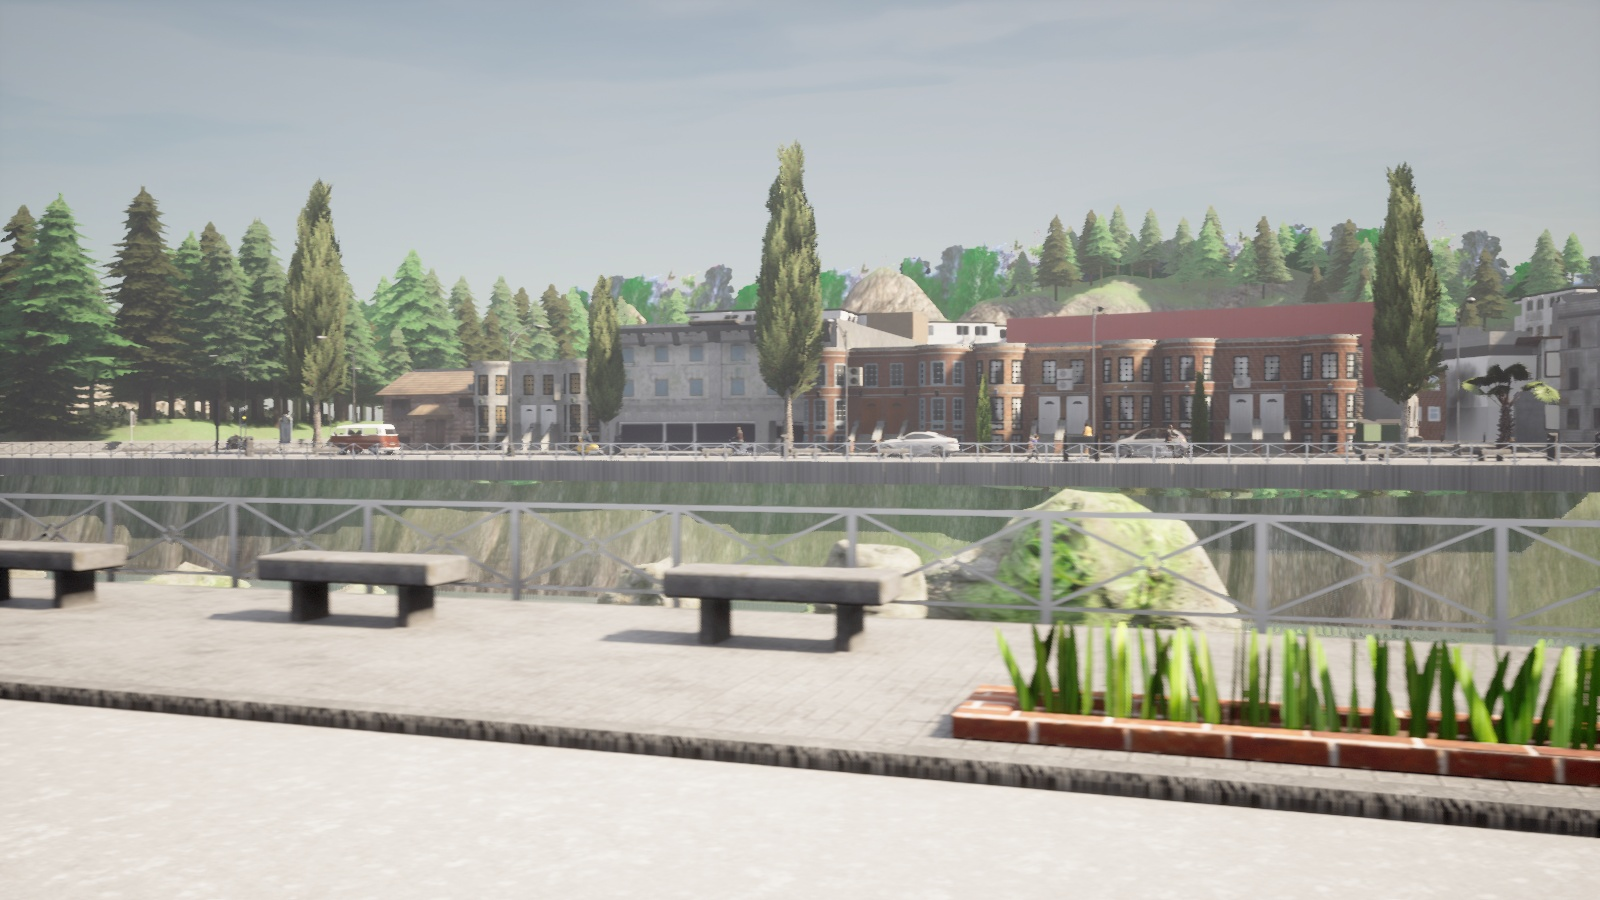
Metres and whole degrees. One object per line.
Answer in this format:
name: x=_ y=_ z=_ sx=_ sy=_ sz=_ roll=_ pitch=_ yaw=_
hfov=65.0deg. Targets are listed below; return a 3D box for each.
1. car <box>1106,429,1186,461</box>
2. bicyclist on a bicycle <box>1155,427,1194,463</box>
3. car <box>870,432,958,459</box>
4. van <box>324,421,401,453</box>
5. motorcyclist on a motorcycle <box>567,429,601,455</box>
car: x=18.413 y=-0.276 z=66.802 sx=3.988 sy=1.617 sz=1.851 roll=1 pitch=1 yaw=19
bicyclist on a bicycle: x=18.639 y=-0.234 z=62.507 sx=1.843 sy=1.776 sz=0.659 roll=0 pitch=1 yaw=19
car: x=6.443 y=-0.258 z=70.827 sx=4.674 sy=1.442 sz=1.812 roll=1 pitch=1 yaw=19
van: x=-28.806 y=-0.882 z=82.670 sx=4.480 sy=2.038 sz=2.069 roll=1 pitch=1 yaw=19
motorcyclist on a motorcycle: x=-13.324 y=-0.511 z=77.470 sx=1.817 sy=1.590 sz=0.866 roll=1 pitch=1 yaw=19
